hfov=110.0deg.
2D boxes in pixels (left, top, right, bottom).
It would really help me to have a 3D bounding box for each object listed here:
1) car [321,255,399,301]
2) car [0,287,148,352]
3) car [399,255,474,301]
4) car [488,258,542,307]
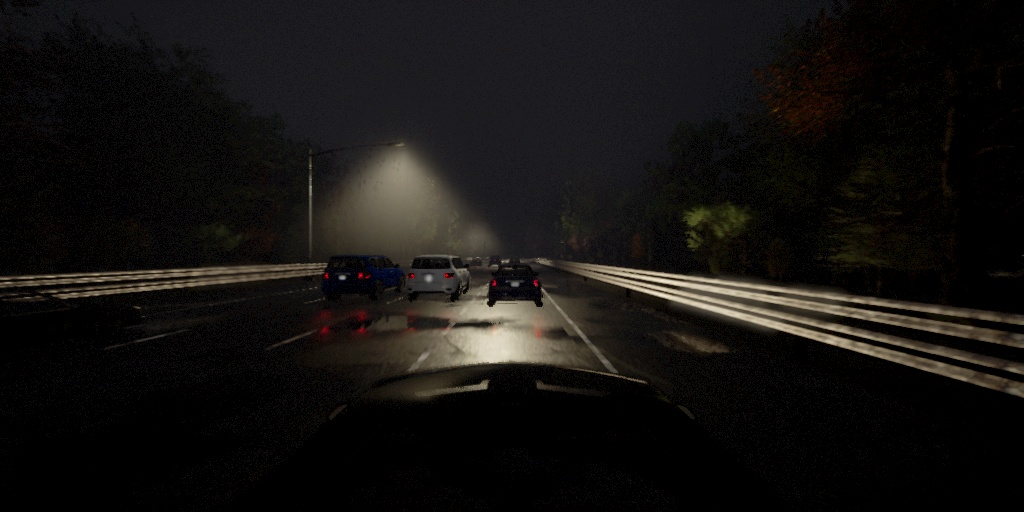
[{"bbox_3d":[-6.867,0.960,17.213,2.150,2.045,5.566,0,0,0],"label":"car"},{"bbox_3d":[-10.394,1.293,6.772,2.033,1.411,5.357,0,0,0],"label":"car"},{"bbox_3d":[-3.366,0.959,17.250,2.150,2.045,5.566,0,0,0],"label":"car"},{"bbox_3d":[0.129,1.089,15.582,2.097,1.767,4.553,0,0,0],"label":"car"}]
